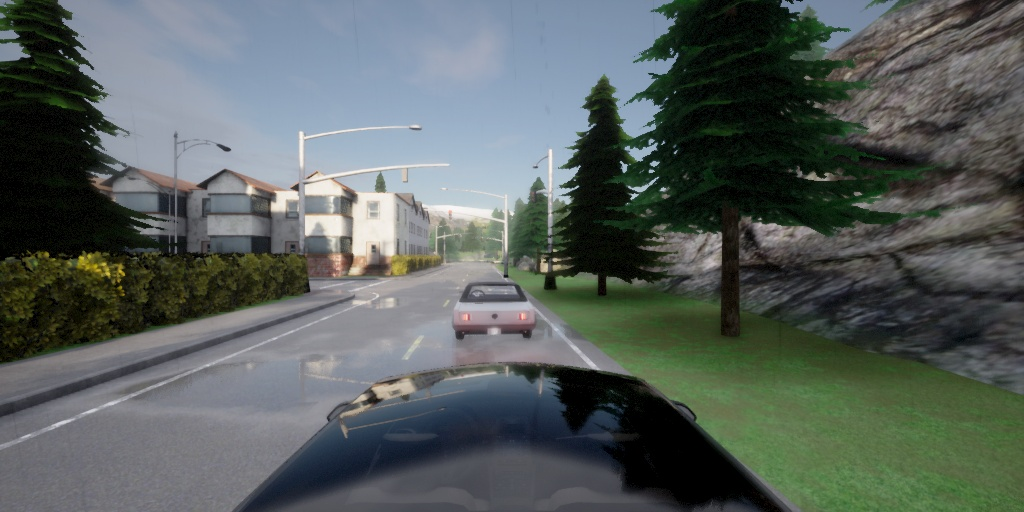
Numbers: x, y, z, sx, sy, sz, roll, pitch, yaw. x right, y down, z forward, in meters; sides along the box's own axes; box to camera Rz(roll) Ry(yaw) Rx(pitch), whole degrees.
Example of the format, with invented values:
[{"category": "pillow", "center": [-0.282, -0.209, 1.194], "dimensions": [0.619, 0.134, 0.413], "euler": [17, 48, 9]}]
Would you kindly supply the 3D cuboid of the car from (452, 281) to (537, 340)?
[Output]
[{"category": "car", "center": [-0.539, 1.351, 10.019], "dimensions": [1.895, 1.301, 4.718], "euler": [0, 0, -4]}]
